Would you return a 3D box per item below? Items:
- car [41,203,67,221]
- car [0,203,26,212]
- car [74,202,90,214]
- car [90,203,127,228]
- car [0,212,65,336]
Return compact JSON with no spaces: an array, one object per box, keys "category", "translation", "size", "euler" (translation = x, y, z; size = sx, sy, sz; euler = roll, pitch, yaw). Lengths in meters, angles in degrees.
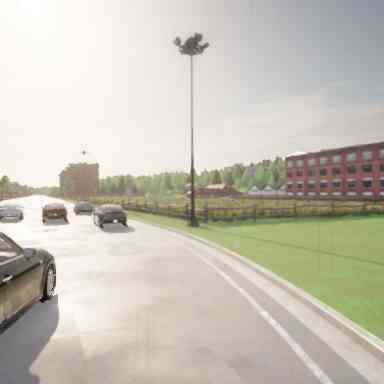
[{"category":"car","translation":[-11.893,1.685,28.764],"size":[1.882,1.535,5.008],"euler":[0,0,-24]},{"category":"car","translation":[-16.719,1.781,30.982],"size":[1.812,1.442,4.674],"euler":[0,0,-24]},{"category":"car","translation":[-12.791,1.821,39.392],"size":[1.994,1.385,4.181],"euler":[0,0,-24]},{"category":"car","translation":[-5.883,1.645,23.706],"size":[1.837,1.490,4.892],"euler":[0,0,-23]},{"category":"car","translation":[-3.859,1.405,5.508],"size":[2.097,1.767,4.553],"euler":[-1,0,-7]}]
